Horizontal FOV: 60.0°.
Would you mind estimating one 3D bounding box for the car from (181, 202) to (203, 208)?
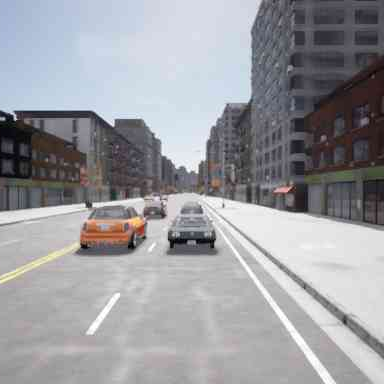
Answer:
[{"bbox_3d":[0.000,1.573,29.651,1.994,1.385,4.181,0,0,0],"label":"car"}]

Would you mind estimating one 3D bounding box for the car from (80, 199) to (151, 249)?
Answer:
[{"bbox_3d":[-3.250,1.365,14.621,2.097,1.767,4.553,0,0,0],"label":"car"}]

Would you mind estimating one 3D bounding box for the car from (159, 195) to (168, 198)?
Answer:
[{"bbox_3d":[-6.500,1.453,75.912,2.128,1.511,4.902,0,0,0],"label":"car"}]

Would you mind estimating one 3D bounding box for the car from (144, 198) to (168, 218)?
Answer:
[{"bbox_3d":[-3.250,1.534,29.651,1.812,1.442,4.674,0,0,0],"label":"car"}]

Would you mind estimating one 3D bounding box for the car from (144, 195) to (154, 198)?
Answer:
[{"bbox_3d":[-9.750,1.406,75.912,1.882,1.535,5.008,0,0,0],"label":"car"}]

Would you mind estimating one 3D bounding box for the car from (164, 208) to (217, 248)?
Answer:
[{"bbox_3d":[0.000,1.615,14.681,1.895,1.301,4.718,0,0,0],"label":"car"}]
